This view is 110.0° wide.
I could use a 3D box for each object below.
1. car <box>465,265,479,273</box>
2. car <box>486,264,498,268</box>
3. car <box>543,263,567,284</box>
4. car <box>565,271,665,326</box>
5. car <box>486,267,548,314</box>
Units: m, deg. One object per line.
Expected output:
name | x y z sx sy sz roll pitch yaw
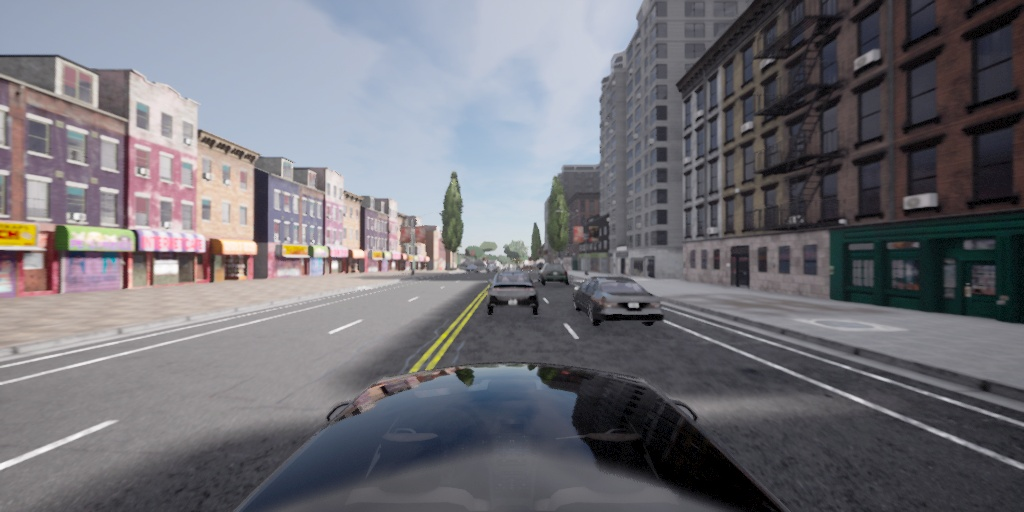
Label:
car | -6.551 2.146 59.518 2.033 1.411 5.357 0 -1 1
car | -3.309 2.090 59.512 2.128 1.511 4.902 0 -1 1
car | 3.294 1.361 29.210 2.097 1.767 4.553 0 -1 0
car | 3.277 1.387 12.109 2.033 1.411 5.357 0 0 1
car | 0.045 1.350 14.292 2.128 1.511 4.902 0 0 0
